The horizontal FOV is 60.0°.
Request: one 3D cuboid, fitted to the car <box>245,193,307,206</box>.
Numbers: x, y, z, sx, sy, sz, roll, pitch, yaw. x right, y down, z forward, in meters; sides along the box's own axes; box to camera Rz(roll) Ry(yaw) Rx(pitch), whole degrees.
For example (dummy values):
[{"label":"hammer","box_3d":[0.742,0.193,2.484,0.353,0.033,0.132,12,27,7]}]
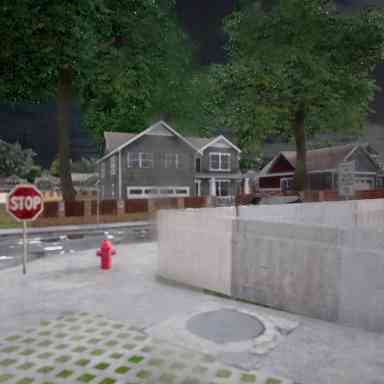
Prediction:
[{"label":"car","box_3d":[4.787,0.898,17.086,4.553,1.767,2.097,-2,0,-24]}]
